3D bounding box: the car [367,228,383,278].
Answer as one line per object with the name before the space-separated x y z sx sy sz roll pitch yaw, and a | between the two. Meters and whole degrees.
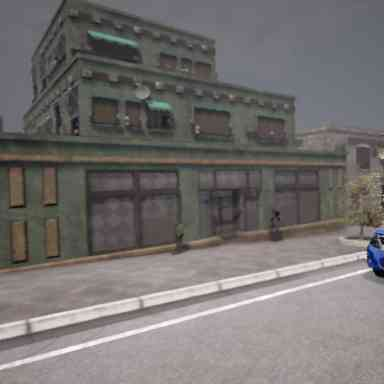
car | 7.011 1.216 8.958 5.566 2.045 2.150 0 0 -35
